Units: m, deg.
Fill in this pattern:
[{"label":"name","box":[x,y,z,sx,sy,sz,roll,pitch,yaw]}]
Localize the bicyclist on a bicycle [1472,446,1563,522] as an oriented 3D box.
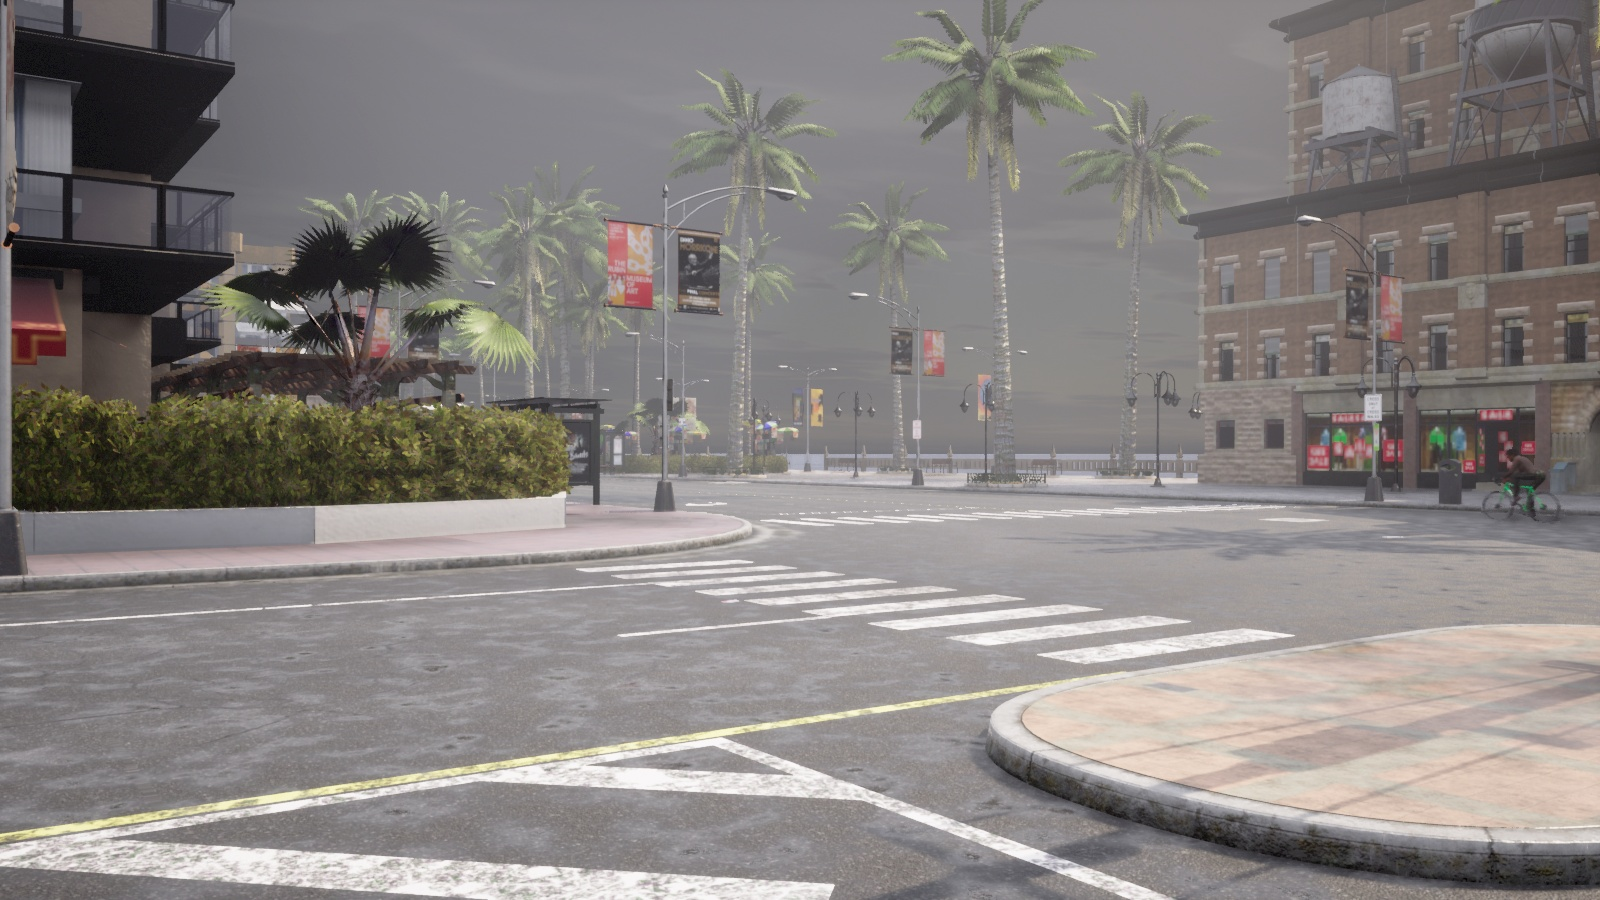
[{"label":"bicyclist on a bicycle","box":[15.870,0.732,27.799,0.582,1.620,1.656,0,0,-34]}]
